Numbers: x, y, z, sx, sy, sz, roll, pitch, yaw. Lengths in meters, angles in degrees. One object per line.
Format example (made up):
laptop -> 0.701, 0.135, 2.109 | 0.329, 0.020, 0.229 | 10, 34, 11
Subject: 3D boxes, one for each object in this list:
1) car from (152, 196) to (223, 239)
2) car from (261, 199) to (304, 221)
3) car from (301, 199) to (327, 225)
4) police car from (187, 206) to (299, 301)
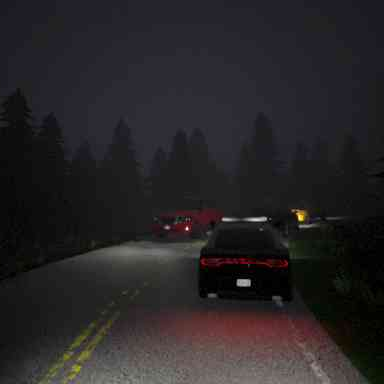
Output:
car -> 0.036, 1.261, 17.740 | 2.150, 2.045, 5.566 | -3, -1, 26
car -> 4.230, 1.387, 17.107 | 1.837, 1.490, 4.892 | -2, 0, 27
car -> 7.335, 1.240, 21.911 | 1.801, 1.575, 5.366 | -4, -2, 38
police car -> 1.348, 1.400, 8.490 | 1.930, 1.638, 5.238 | -1, 0, 10
